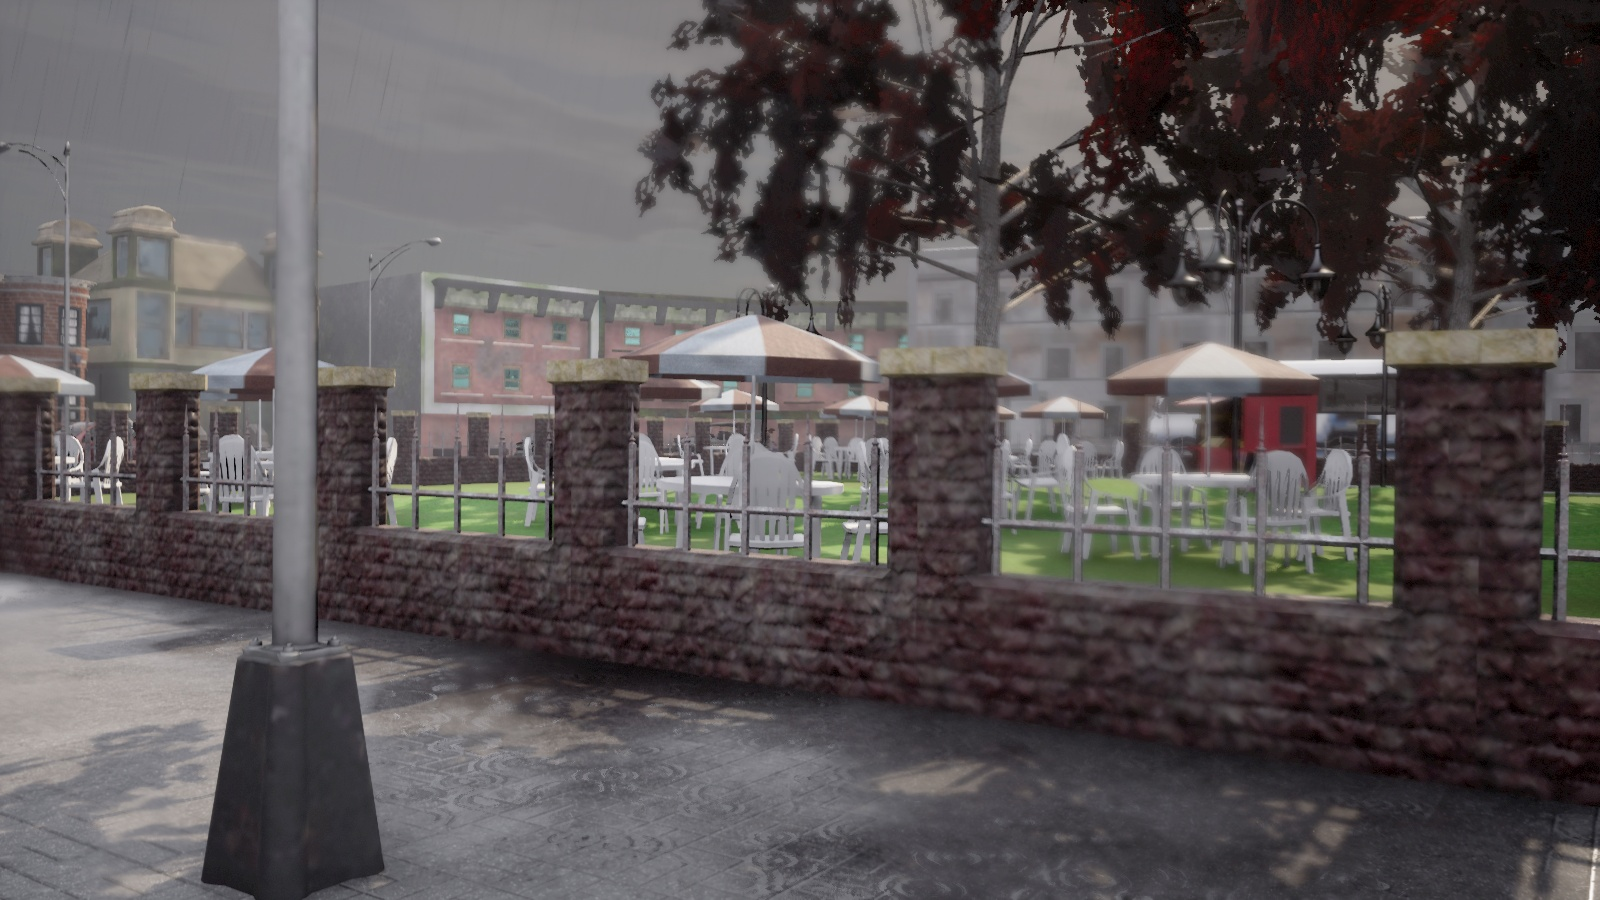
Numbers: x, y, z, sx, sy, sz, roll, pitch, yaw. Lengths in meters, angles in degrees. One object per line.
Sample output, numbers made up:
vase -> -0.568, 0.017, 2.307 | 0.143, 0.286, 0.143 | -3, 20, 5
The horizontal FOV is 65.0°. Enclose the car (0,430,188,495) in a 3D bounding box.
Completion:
car -> -19.005, 0.288, 33.946 | 1.851, 1.617, 3.988 | 0, 1, 34

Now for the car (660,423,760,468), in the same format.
car -> -3.885, -0.224, 54.168 | 3.866, 1.878, 1.905 | -1, 1, -25

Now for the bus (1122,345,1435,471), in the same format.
bus -> 17.684, -1.460, 46.777 | 10.273, 4.253, 3.944 | 0, 1, 33
